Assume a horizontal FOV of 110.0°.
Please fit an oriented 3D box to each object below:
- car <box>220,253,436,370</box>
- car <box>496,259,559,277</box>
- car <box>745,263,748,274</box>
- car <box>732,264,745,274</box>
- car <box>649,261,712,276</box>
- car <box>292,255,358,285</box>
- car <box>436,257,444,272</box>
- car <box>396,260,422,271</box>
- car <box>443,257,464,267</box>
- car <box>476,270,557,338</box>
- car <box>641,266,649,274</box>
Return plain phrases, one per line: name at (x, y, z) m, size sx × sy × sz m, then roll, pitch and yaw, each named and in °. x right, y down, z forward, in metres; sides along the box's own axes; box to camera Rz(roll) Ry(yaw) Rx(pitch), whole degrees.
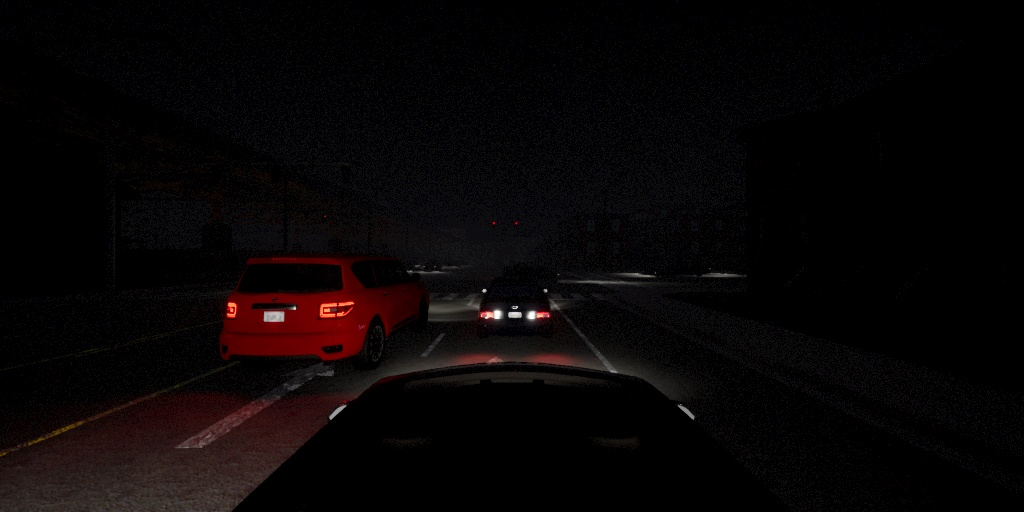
car at (-3.427, 0.971, 7.877) m, size 2.150 × 2.045 × 5.566 m, roll 0°, pitch 0°, yaw 0°
car at (1.529, 1.241, 30.264) m, size 4.902 × 1.511 × 2.128 m, roll 0°, pitch 0°, yaw 24°
car at (26.548, 1.351, 35.889) m, size 4.718 × 1.301 × 1.895 m, roll 0°, pitch 0°, yaw 0°
car at (26.825, 1.255, 39.386) m, size 4.892 × 1.490 × 1.837 m, roll 0°, pitch 0°, yaw 0°
car at (16.992, 1.297, 35.895) m, size 5.357 × 1.411 × 2.033 m, roll 0°, pitch 0°, yaw 0°
car at (-14.104, 0.971, 27.538) m, size 2.150 × 2.045 × 5.566 m, roll 0°, pitch 0°, yaw 0°
car at (-10.284, 1.256, 46.362) m, size 1.837 × 1.490 × 4.892 m, roll 0°, pitch 0°, yaw -4°
car at (-14.103, 1.297, 49.288) m, size 2.033 × 1.411 × 5.357 m, roll 0°, pitch 0°, yaw 0°
car at (-10.567, 1.295, 64.329) m, size 2.033 × 1.411 × 5.357 m, roll 0°, pitch 0°, yaw 0°
car at (0.081, 1.297, 10.130) m, size 2.033 × 1.411 × 5.357 m, roll 0°, pitch 0°, yaw 0°
car at (17.097, 1.297, 39.380) m, size 5.357 × 1.411 × 2.033 m, roll 0°, pitch 0°, yaw 2°
